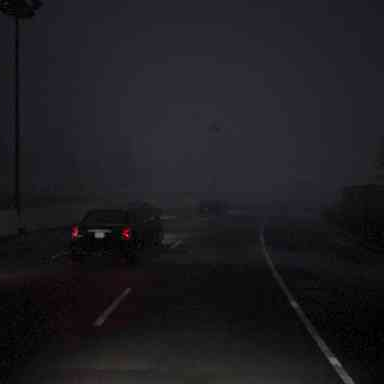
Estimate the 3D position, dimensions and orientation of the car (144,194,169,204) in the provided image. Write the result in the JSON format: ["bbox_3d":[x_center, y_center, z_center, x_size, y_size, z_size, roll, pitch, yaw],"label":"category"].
[{"bbox_3d":[-5.770,1.141,55.084,1.994,1.385,4.181,0,1,31],"label":"car"}]

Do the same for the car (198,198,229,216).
[{"bbox_3d":[1.990,1.262,30.135,1.882,1.535,5.008,0,0,19],"label":"car"}]

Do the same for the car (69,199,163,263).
[{"bbox_3d":[-2.438,1.257,11.793,2.097,1.767,4.553,0,0,7],"label":"car"}]

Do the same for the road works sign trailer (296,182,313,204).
[{"bbox_3d":[18.393,0.128,53.735,2.380,3.560,2.880,1,1,41],"label":"road works sign trailer"}]
